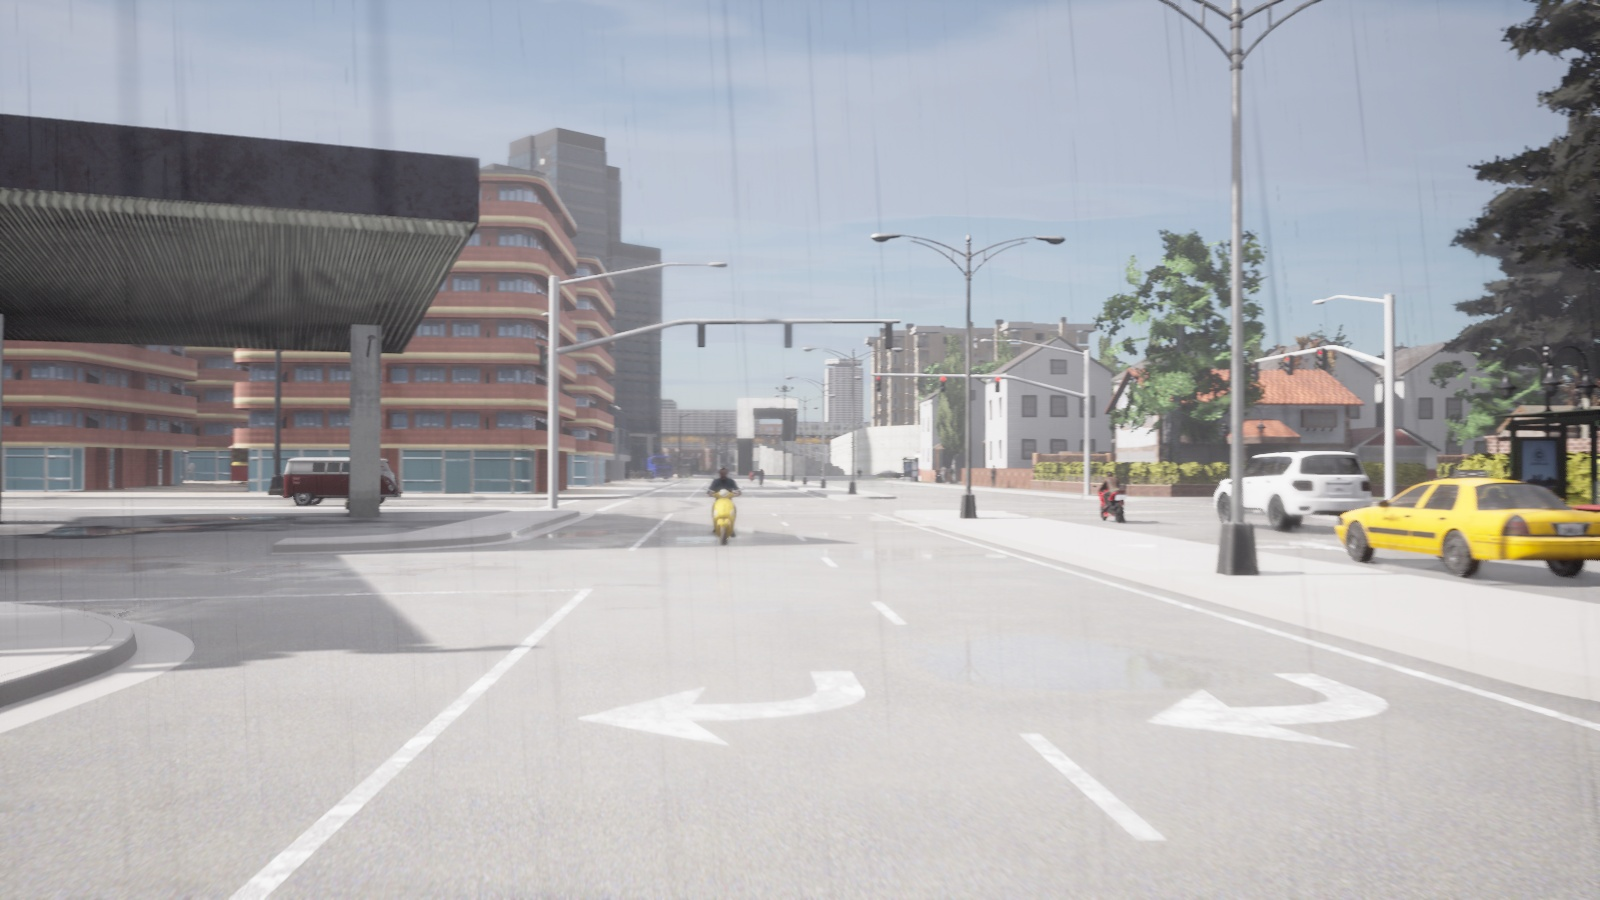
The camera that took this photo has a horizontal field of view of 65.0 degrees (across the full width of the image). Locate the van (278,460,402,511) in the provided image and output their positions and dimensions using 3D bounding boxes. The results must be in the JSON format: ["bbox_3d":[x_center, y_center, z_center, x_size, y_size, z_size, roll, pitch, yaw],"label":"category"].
[{"bbox_3d":[-18.714,1.438,51.198,4.442,1.987,1.775,0,-1,-5],"label":"van"}]

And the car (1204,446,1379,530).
[{"bbox_3d":[12.919,0.971,33.484,2.150,2.045,5.566,0,-1,-4],"label":"car"}]

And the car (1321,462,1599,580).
[{"bbox_3d":[10.311,0.995,19.646,1.801,1.575,5.366,0,-1,-4],"label":"car"}]

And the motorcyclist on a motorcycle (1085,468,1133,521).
[{"bbox_3d":[9.163,1.312,37.320,0.797,1.523,2.044,0,-1,-4],"label":"motorcyclist on a motorcycle"}]

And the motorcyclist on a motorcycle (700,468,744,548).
[{"bbox_3d":[-1.618,1.166,25.874,0.866,1.590,1.817,0,-1,-4],"label":"motorcyclist on a motorcycle"}]
